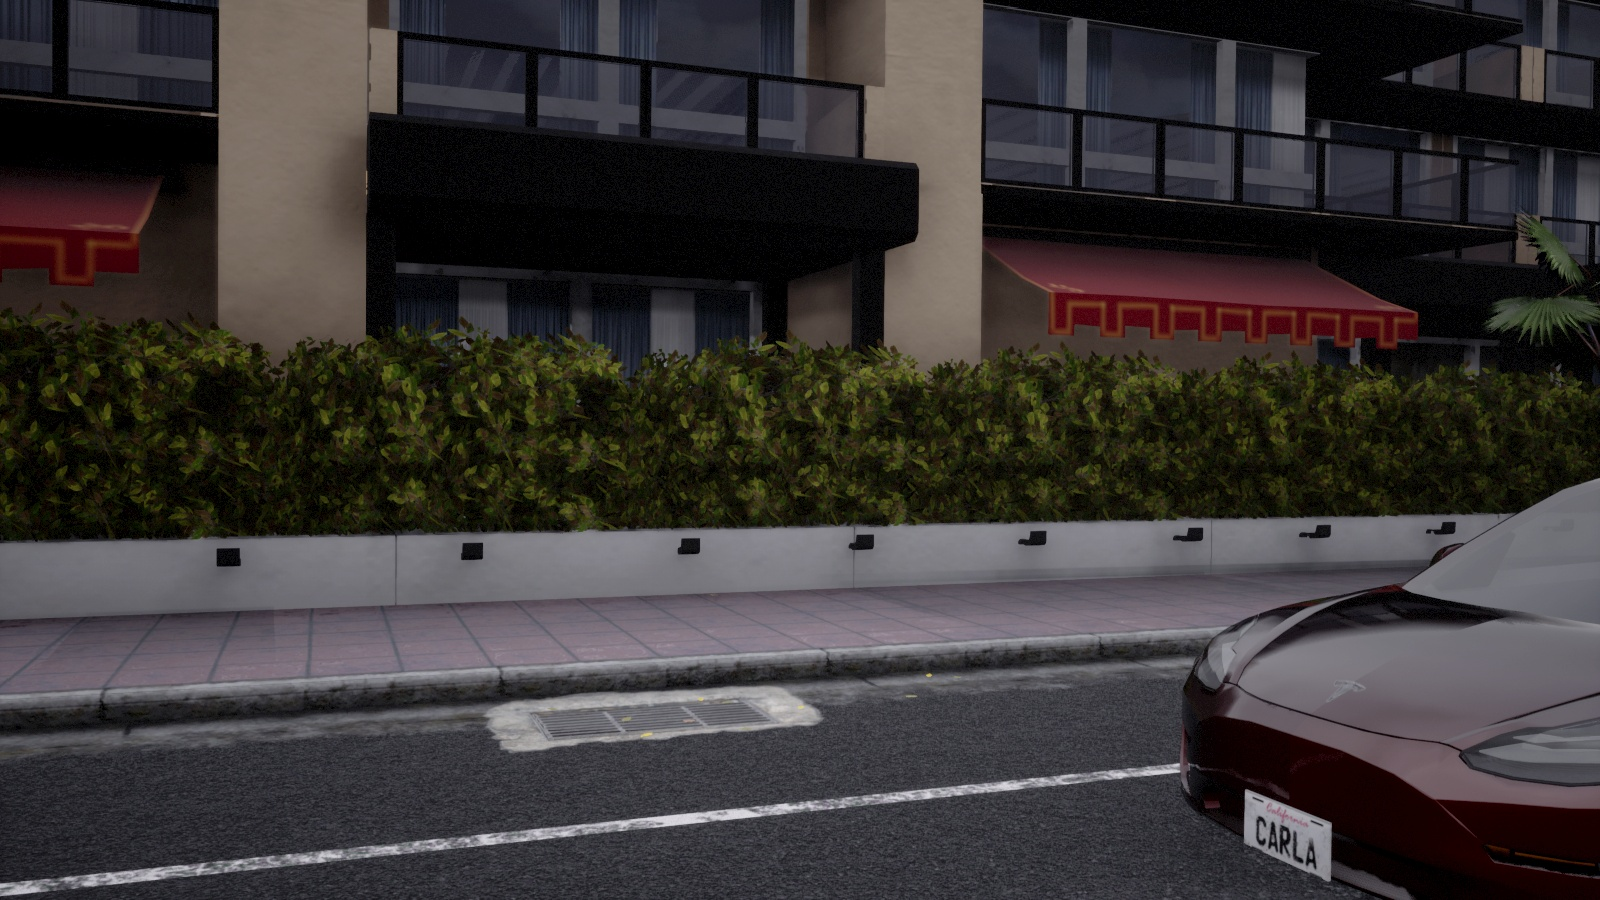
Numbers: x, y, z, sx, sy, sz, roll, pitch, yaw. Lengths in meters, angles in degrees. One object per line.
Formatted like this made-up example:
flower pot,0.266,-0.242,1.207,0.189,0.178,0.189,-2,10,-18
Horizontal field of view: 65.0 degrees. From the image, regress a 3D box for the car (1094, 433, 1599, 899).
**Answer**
car,3.760,0.681,4.671,4.792,1.488,2.163,-1,1,-21
